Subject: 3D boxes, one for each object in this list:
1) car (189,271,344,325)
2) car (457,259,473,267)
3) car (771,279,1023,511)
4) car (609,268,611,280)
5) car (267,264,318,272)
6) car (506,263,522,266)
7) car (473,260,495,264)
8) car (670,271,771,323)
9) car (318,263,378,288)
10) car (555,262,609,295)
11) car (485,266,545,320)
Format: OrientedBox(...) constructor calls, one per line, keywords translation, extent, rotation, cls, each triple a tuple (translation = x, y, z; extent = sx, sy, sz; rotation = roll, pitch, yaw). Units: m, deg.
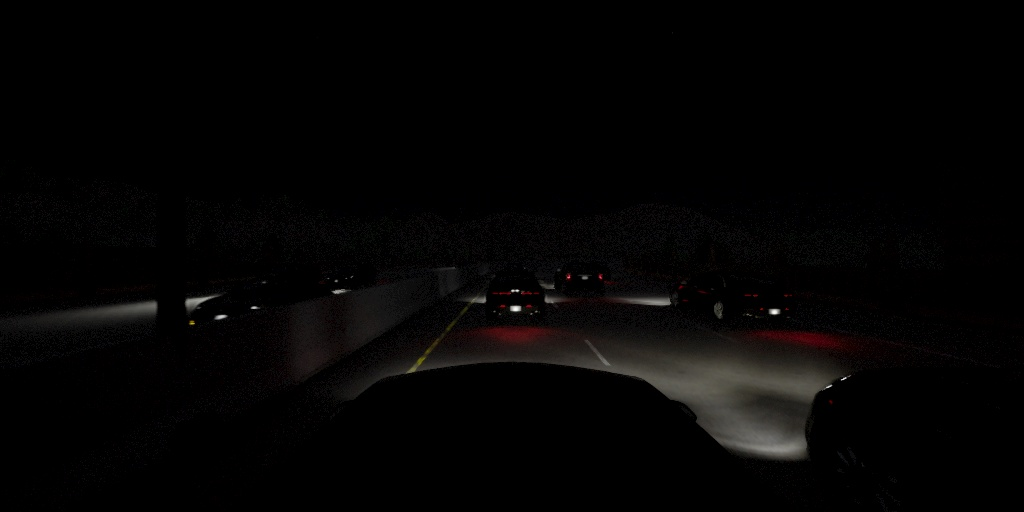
OrientedBox(translation=(-7.091, 1.314, 10.719), extent=(1.994, 1.385, 4.181), rotation=(0, 0, 0), cls="car")
OrientedBox(translation=(-8.304, 1.315, 64.457), extent=(1.994, 1.385, 4.181), rotation=(0, 0, 18), cls="car")
OrientedBox(translation=(3.600, 1.102, 1.226), extent=(2.097, 1.767, 4.553), rotation=(0, 0, 0), cls="car")
OrientedBox(translation=(7.192, 1.256, 31.094), extent=(1.837, 1.490, 4.892), rotation=(0, 0, 1), cls="car")
OrientedBox(translation=(-14.055, 1.242, 22.809), extent=(2.128, 1.511, 4.902), rotation=(0, 0, 0), cls="car")
OrientedBox(translation=(0.169, 1.299, 30.824), extent=(2.033, 1.411, 5.357), rotation=(0, 0, 1), cls="car")
OrientedBox(translation=(-3.703, 1.299, 55.326), extent=(2.033, 1.411, 5.357), rotation=(0, 0, 15), cls="car")
OrientedBox(translation=(7.107, 1.255, 12.125), extent=(1.837, 1.490, 4.892), rotation=(0, 0, 0), cls="car")
OrientedBox(translation=(-10.548, 1.256, 23.966), extent=(1.837, 1.490, 4.892), rotation=(0, 0, 1), cls="car")
OrientedBox(translation=(3.610, 1.103, 19.854), extent=(2.097, 1.767, 4.553), rotation=(0, 0, 0), cls="car")
OrientedBox(translation=(0.107, 1.255, 12.683), extent=(1.837, 1.490, 4.892), rotation=(0, 0, 0), cls="car")
